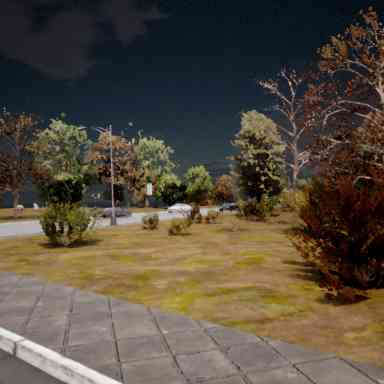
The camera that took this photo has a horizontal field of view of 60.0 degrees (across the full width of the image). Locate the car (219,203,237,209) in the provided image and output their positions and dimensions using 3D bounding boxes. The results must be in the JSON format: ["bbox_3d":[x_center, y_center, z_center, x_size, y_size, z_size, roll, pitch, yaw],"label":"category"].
[{"bbox_3d":[6.016,2.308,50.564,1.895,1.301,4.718,-3,-2,32],"label":"car"}]

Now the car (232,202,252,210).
[{"bbox_3d":[9.414,2.577,62.496,1.895,1.301,4.718,-3,-2,33],"label":"car"}]

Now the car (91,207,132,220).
[{"bbox_3d":[-9.465,2.470,39.351,2.033,1.411,5.357,-3,-2,32],"label":"car"}]

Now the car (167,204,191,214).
[{"bbox_3d":[-1.972,2.534,51.285,1.812,1.442,4.674,-3,-2,32],"label":"car"}]
